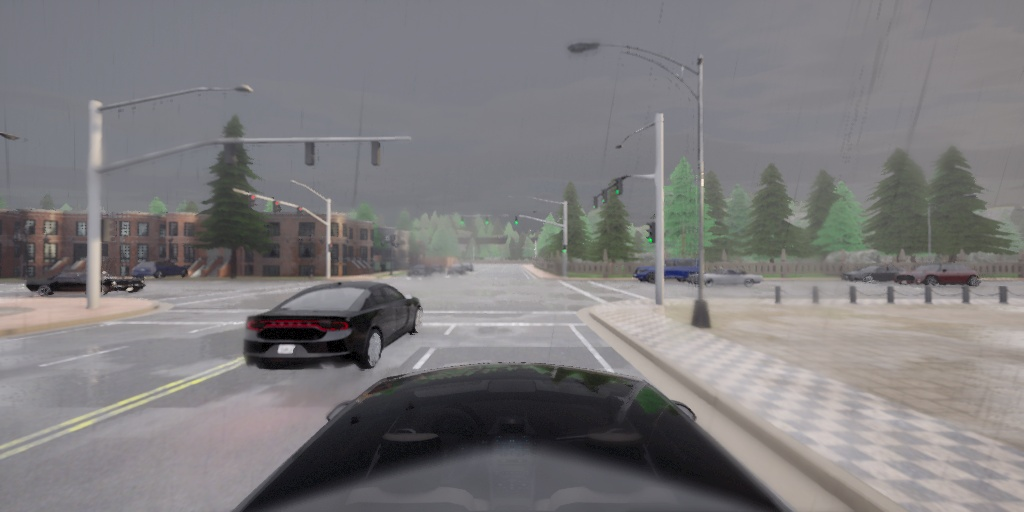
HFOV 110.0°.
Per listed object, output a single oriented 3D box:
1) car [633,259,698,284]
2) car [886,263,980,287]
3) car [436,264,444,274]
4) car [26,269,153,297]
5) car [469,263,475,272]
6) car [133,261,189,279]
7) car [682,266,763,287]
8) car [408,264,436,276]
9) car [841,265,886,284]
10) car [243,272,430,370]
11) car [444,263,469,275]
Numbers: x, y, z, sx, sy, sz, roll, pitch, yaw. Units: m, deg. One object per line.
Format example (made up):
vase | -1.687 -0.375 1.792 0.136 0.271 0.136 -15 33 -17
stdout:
car | 13.078 1.245 29.995 5.566 2.045 2.150 0 -1 0
car | 31.190 1.342 26.458 4.553 1.767 2.097 0 -1 0
car | -10.545 1.779 49.836 1.994 1.385 4.181 0 -1 1
car | -23.347 1.527 19.833 4.718 1.301 1.895 0 -1 0
car | -7.018 1.804 56.293 1.812 1.442 4.674 0 -1 0
car | -33.838 1.261 34.660 2.097 1.767 4.553 -1 0 -8
car | 15.581 1.590 26.487 4.718 1.301 1.895 0 -1 0
car | -10.555 1.698 41.432 1.994 1.385 4.181 0 -1 0
car | 30.423 1.528 29.960 4.892 1.490 1.837 0 -1 0
car | -3.412 1.288 7.917 1.882 1.535 5.008 0 -1 0
car | -7.039 1.705 46.050 1.812 1.442 4.674 0 -1 0
